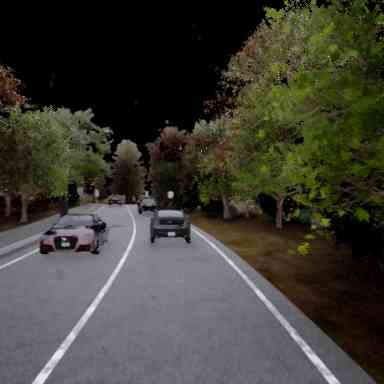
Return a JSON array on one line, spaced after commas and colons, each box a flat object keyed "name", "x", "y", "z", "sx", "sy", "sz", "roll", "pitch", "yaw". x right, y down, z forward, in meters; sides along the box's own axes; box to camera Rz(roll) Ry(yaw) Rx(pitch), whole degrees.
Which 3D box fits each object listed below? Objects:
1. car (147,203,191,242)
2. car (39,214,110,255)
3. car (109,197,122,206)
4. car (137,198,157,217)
[{"name": "car", "x": -1.169, "y": 1.543, "z": 16.577, "sx": 1.837, "sy": 1.490, "sz": 4.892, "roll": 1, "pitch": 0, "yaw": -7}, {"name": "car", "x": -4.484, "y": 1.575, "z": 13.226, "sx": 1.994, "sy": 1.385, "sz": 4.181, "roll": 0, "pitch": 0, "yaw": -6}, {"name": "car", "x": -12.567, "y": 1.574, "z": 54.620, "sx": 1.994, "sy": 1.385, "sz": 4.181, "roll": 1, "pitch": 0, "yaw": -12}, {"name": "car", "x": -4.898, "y": 1.410, "z": 36.609, "sx": 2.097, "sy": 1.767, "sz": 4.553, "roll": 1, "pitch": 0, "yaw": -12}]
